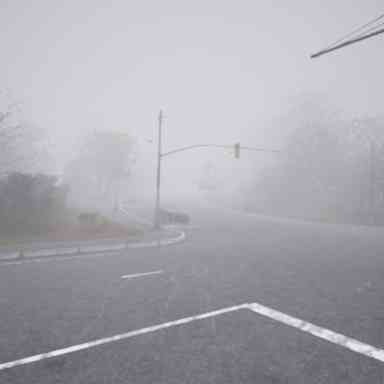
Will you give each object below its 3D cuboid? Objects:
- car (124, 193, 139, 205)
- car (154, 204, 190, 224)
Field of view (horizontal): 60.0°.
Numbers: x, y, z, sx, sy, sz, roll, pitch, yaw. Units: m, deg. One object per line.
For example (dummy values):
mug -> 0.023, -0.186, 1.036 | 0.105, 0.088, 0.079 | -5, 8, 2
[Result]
car -> -9.732, 0.984, 53.391 | 2.097, 1.767, 4.553 | 2, 2, -12
car -> -1.792, 1.827, 28.560 | 1.882, 1.535, 5.008 | 2, 0, -24
